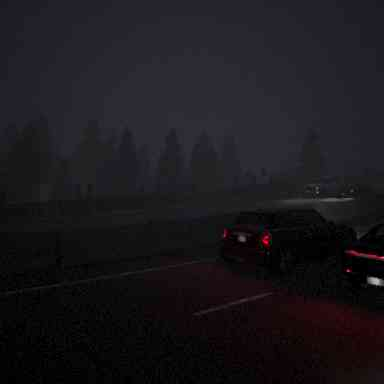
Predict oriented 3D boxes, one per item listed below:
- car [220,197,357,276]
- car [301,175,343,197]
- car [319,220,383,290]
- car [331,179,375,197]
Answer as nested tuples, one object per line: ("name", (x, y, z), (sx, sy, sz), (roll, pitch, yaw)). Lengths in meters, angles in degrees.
("car", (3.089, 1.216, 10.232), (4.553, 1.767, 2.097), (-2, 1, -35))
("car", (14.007, -0.617, 35.285), (5.566, 2.045, 2.150), (-7, 4, -35))
("car", (5.353, 1.347, 7.537), (4.902, 1.511, 2.128), (-3, 1, -35))
("car", (15.975, -0.304, 32.389), (4.674, 1.442, 1.812), (-6, 4, -35))
